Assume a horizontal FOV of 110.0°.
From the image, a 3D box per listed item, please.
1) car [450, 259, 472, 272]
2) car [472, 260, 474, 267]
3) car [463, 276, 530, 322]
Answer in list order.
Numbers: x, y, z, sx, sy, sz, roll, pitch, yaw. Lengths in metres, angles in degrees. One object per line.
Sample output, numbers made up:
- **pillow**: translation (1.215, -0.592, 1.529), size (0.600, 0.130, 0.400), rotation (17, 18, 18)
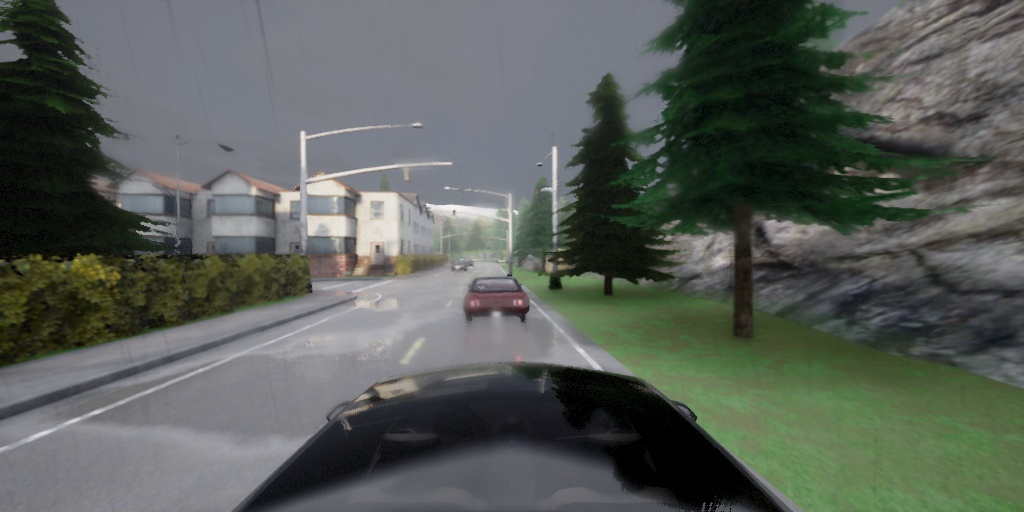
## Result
- **car**: translation (-6.504, 1.191, 44.452), size (2.128, 1.511, 4.902), rotation (0, 0, -4)
- **car**: translation (-7.775, 1.214, 63.784), size (2.033, 1.411, 5.357), rotation (0, 0, -4)
- **car**: translation (-0.569, 1.332, 12.173), size (1.895, 1.301, 4.718), rotation (0, 0, -4)
